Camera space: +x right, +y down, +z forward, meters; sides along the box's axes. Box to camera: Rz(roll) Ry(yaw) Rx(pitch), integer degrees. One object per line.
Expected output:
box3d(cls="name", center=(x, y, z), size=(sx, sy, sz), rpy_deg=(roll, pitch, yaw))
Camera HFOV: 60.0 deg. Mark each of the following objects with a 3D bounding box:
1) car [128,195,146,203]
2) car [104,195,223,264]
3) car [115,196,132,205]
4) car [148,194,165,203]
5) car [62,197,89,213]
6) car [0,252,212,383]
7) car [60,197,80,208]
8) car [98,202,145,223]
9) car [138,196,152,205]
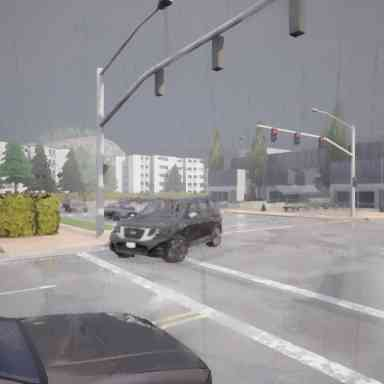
box3d(cls="car", center=(-11.381, 1.477, 68.885), size=(1.882, 1.535, 5.008), rpy_deg=(0, 0, 14))
box3d(cls="car", center=(-0.605, 1.221, 12.405), size=(2.150, 2.045, 5.566), rpy_deg=(2, 1, 26))
box3d(cls="car", center=(-12.061, 1.492, 58.853), size=(2.128, 1.511, 4.902), rpy_deg=(0, 0, -4))
box3d(cls="car", center=(-7.538, 1.354, 70.934), size=(2.097, 1.767, 4.553), rpy_deg=(0, 0, 17))
box3d(cls="car", center=(-12.768, 1.526, 36.440), size=(1.812, 1.442, 4.674), rpy_deg=(0, 0, -29))
box3d(cls="car", center=(-2.361, 1.547, 2.080), size=(5.357, 1.411, 2.033), rpy_deg=(0, 0, -35))
box3d(cls="car", center=(-17.570, 1.490, 48.062), size=(2.128, 1.511, 4.902), rpy_deg=(0, 0, -14))
box3d(cls="car", center=(-5.612, 1.564, 26.125), size=(1.994, 1.385, 4.181), rpy_deg=(0, 0, -37))
box3d(cls="car", center=(-8.632, 1.505, 61.169), size=(1.837, 1.490, 4.892), rpy_deg=(0, 0, -1))
